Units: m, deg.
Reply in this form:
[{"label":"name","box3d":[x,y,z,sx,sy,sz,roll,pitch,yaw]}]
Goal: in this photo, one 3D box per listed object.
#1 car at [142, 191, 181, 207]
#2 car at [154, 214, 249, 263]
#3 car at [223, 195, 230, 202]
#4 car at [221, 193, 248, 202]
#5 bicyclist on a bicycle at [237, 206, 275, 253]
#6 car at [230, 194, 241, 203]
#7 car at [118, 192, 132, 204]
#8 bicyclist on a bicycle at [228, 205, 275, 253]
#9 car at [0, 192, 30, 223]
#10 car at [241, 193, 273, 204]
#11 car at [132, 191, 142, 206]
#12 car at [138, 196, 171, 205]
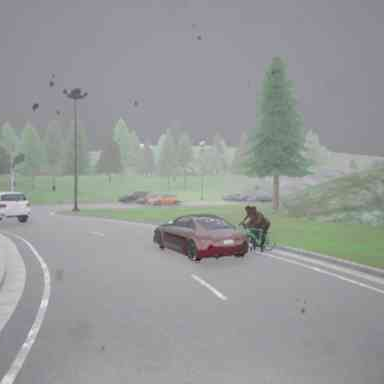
[{"label":"car","box3d":[-3.810,1.058,44.024,4.553,1.767,2.097,0,0,-33]},{"label":"car","box3d":[0.166,1.483,11.945,1.994,1.385,4.181,0,0,-28]},{"label":"car","box3d":[7.812,1.099,60.070,4.892,1.490,1.837,0,0,-33]},{"label":"car","box3d":[8.216,1.057,64.477,4.902,1.511,2.128,0,0,-33]},{"label":"bicyclist on a bicycle","box3d":[2.295,1.333,11.750,1.656,1.620,0.582,0,0,-25]},{"label":"car","box3d":[9.313,0.967,56.866,4.553,1.767,2.097,0,0,-33]},{"label":"car","box3d":[-8.988,0.868,53.167,5.566,2.045,2.150,0,0,-33]},{"label":"bicyclist on a bicycle","box3d":[2.183,1.327,12.196,1.656,1.620,0.582,0,0,-26]},{"label":"car","box3d":[-13.340,1.064,22.805,5.566,2.045,2.150,-1,0,36]},{"label":"car","box3d":[10.939,1.129,53.757,4.902,1.511,2.128,0,0,-33]},{"label":"car","box3d":[-5.642,1.039,47.005,4.553,1.767,2.097,0,0,-33]},{"label":"car","box3d":[-5.690,1.259,51.166,4.718,1.301,1.895,0,0,-33]}]
